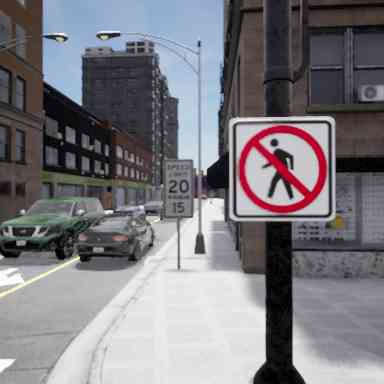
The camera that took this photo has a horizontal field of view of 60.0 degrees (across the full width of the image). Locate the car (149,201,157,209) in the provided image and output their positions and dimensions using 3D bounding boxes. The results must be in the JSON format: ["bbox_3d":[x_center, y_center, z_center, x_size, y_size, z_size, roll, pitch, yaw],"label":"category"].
[{"bbox_3d":[-3.763,1.627,33.708,2.033,1.411,5.357,0,0,4],"label":"car"}]

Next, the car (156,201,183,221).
[{"bbox_3d":[-1.533,1.581,28.094,1.812,1.442,4.674,0,0,4],"label":"car"}]

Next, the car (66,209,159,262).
[{"bbox_3d":[-2.580,1.539,12.038,1.812,1.442,4.674,0,0,4],"label":"car"}]

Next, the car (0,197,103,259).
[{"bbox_3d":[-5.121,1.245,13.071,2.150,2.045,5.566,0,0,4],"label":"car"}]

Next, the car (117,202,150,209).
[{"bbox_3d":[-4.469,1.614,23.073,1.994,1.385,4.181,0,0,3],"label":"car"}]
